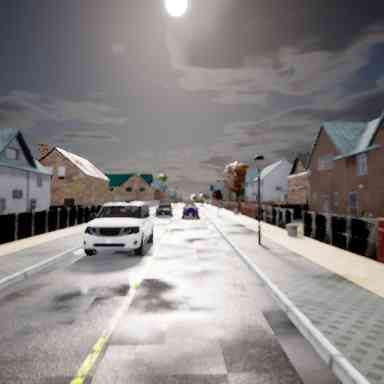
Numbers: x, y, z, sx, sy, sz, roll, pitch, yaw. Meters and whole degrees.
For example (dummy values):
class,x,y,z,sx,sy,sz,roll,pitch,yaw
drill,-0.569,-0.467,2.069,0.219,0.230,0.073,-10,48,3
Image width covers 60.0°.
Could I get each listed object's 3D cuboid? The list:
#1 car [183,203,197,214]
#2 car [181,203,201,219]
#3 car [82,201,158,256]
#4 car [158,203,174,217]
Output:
class,x,y,z,sx,sy,sz,roll,pitch,yaw
car,-0.226,2.254,46.320,1.812,1.442,4.674,0,-1,0
car,-0.150,2.077,36.027,1.812,1.442,4.674,0,-1,-1
car,-2.942,1.434,14.468,2.150,2.045,5.566,0,-1,0
car,-3.116,2.097,38.370,1.837,1.490,4.892,0,0,0
